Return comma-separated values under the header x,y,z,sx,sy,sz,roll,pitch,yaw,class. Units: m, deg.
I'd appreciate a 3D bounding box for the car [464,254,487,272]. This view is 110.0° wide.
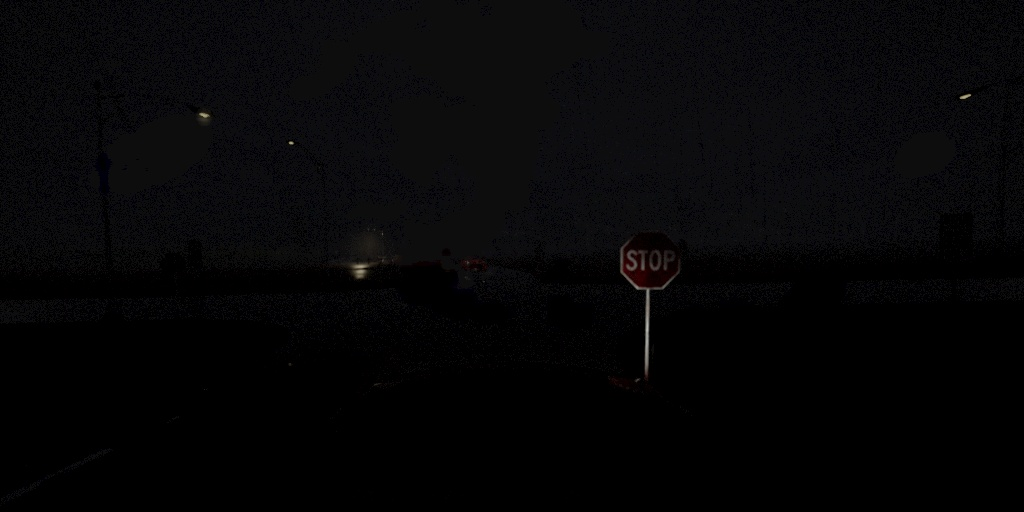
x,y,z,sx,sy,sz,roll,pitch,yaw,class
-3.834,0.712,36.900,2.097,1.767,4.553,0,1,-11,car

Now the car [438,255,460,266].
x,y,z,sx,sy,sz,roll,pitch,yaw,class
-9.197,0.586,52.631,2.097,1.767,4.553,-1,1,-28,car
